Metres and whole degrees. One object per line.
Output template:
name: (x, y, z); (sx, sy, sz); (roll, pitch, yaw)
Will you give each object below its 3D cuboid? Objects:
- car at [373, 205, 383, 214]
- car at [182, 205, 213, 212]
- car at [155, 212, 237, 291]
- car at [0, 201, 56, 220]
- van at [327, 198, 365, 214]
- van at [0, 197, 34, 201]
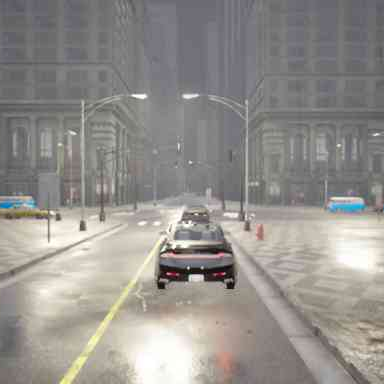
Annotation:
car: (23.248, 1.794, 38.346); (4.507, 1.381, 1.887); (0, 0, 0)
car: (0.323, 1.643, 22.841); (1.837, 1.490, 4.892); (0, 0, 3)
car: (0.092, 1.545, 9.176); (2.128, 1.511, 4.902); (0, 0, 0)
car: (-14.654, 1.738, 29.629); (4.829, 1.417, 1.752); (0, 0, 0)
van: (17.724, 1.570, 38.320); (3.998, 1.788, 1.690); (0, 0, 0)
van: (-20.260, 1.445, 38.133); (3.998, 1.788, 1.690); (0, 0, 0)
